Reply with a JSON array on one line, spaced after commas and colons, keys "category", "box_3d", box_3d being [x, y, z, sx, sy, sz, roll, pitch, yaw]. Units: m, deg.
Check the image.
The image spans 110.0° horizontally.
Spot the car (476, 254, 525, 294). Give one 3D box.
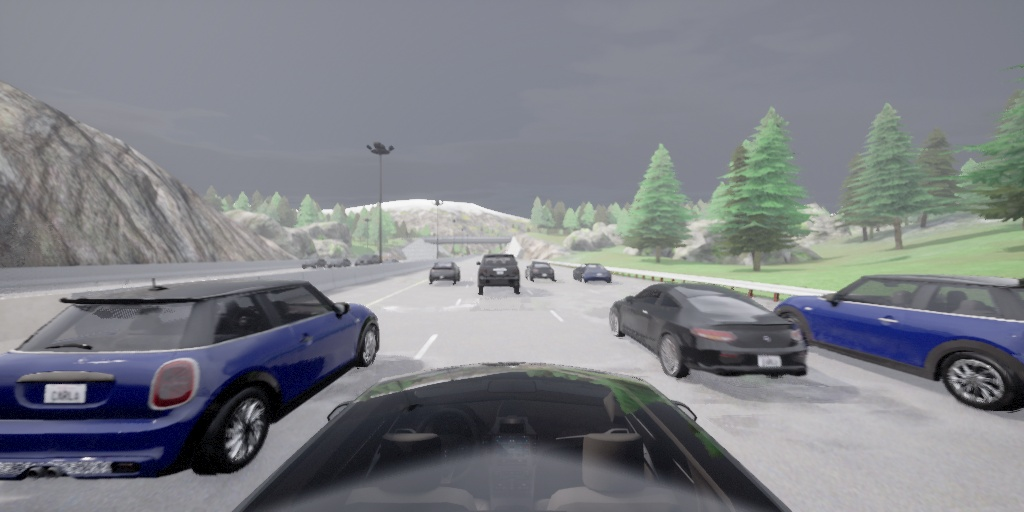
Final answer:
[{"category": "car", "box_3d": [-0.784, 0.900, 19.987, 2.150, 2.045, 5.566, 0, 0, -4]}]

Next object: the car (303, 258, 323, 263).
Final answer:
[{"category": "car", "box_3d": [-27.760, 1.071, 50.593, 1.837, 1.490, 4.892, 0, 0, -4]}]

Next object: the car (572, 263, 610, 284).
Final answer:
[{"category": "car", "box_3d": [5.768, 1.218, 26.259, 1.994, 1.385, 4.181, 0, 0, -4]}]

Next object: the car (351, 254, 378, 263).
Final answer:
[{"category": "car", "box_3d": [-20.835, 0.783, 51.989, 2.150, 2.045, 5.566, 0, 0, -4]}]

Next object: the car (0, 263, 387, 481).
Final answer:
[{"category": "car", "box_3d": [-3.527, 1.090, 4.933, 2.097, 1.767, 4.553, 0, 0, -1]}]

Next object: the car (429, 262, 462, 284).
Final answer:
[{"category": "car", "box_3d": [-4.701, 1.150, 25.487, 2.128, 1.511, 4.902, 0, 0, -4]}]

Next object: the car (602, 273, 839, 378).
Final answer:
[{"category": "car", "box_3d": [3.425, 1.254, 7.166, 1.812, 1.442, 4.674, 0, 0, -2]}]

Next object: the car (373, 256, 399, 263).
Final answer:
[{"category": "car", "box_3d": [-17.212, 1.056, 50.175, 2.128, 1.511, 4.902, 0, 0, -4]}]

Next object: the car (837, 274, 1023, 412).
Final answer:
[{"category": "car", "box_3d": [6.938, 1.083, 6.235, 2.097, 1.767, 4.553, 0, 0, -1]}]

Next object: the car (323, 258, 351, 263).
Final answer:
[{"category": "car", "box_3d": [-24.256, 1.070, 50.645, 1.837, 1.490, 4.892, 0, 0, -4]}]

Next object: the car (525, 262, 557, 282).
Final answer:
[{"category": "car", "box_3d": [2.133, 1.174, 27.812, 1.812, 1.442, 4.674, 0, 0, -4]}]
